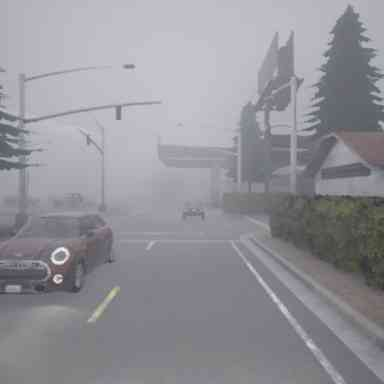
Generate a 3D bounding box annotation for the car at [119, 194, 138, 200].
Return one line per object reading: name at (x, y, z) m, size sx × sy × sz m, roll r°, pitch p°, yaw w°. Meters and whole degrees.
car at (-16.499, 1.290, 86.068) m, size 4.514 × 1.523 × 2.007 m, roll 0°, pitch 0°, yaw -1°

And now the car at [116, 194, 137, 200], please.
car at (-16.429, 1.283, 82.932) m, size 5.027 × 1.636 × 2.152 m, roll 0°, pitch 0°, yaw -1°

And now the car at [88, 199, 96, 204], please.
car at (-16.178, 1.334, 48.676) m, size 3.806 × 1.475 × 1.970 m, roll 0°, pitch 0°, yaw -1°

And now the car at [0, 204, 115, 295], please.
car at (-3.545, 1.349, 8.898) m, size 2.097 × 1.767 × 4.553 m, roll 0°, pitch 0°, yaw 1°

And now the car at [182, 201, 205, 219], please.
car at (0.140, 1.469, 28.475) m, size 2.033 × 1.411 × 5.357 m, roll 1°, pitch 0°, yaw 0°

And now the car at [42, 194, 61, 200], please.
car at (-35.095, 1.338, 82.971) m, size 3.806 × 1.475 × 1.970 m, roll 0°, pitch 0°, yaw -1°

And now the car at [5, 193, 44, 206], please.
car at (-24.657, 1.071, 48.588) m, size 4.605 × 1.855 × 1.932 m, roll 0°, pitch 0°, yaw -1°

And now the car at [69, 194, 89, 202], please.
car at (-24.034, 1.280, 71.042) m, size 3.633 × 1.501 × 1.845 m, roll 0°, pitch 0°, yaw -1°

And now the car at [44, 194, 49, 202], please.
car at (-24.018, 1.264, 61.049) m, size 4.514 × 1.523 × 2.007 m, roll 0°, pitch 0°, yaw -1°

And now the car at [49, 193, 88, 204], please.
car at (-16.770, 1.052, 45.347) m, size 3.866 × 1.878 × 1.905 m, roll 0°, pitch 0°, yaw -1°
